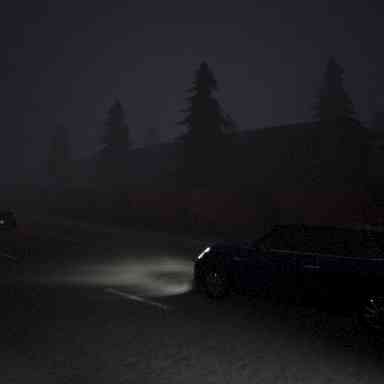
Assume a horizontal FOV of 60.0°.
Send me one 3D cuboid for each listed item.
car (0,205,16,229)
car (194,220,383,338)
[{"bbox_3d":[-12.607,1.558,21.159,1.812,1.442,4.674,0,0,-42],"label":"car"},{"bbox_3d":[2.248,1.371,6.908,4.553,1.767,2.097,0,0,37],"label":"car"}]
